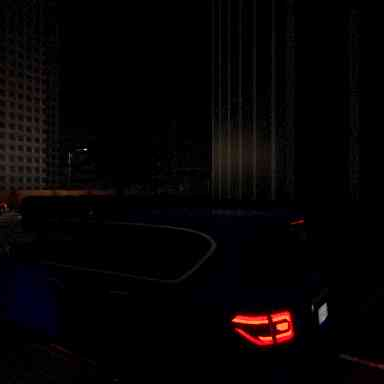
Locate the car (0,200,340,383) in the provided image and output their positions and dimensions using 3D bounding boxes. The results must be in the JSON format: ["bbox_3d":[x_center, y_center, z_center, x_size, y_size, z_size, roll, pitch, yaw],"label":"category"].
[{"bbox_3d":[-0.958,1.221,4.671,5.566,2.045,2.150,0,0,35],"label":"car"}]

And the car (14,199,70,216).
[{"bbox_3d":[-15.403,1.533,34.354,1.882,1.535,5.008,0,0,35],"label":"car"}]
